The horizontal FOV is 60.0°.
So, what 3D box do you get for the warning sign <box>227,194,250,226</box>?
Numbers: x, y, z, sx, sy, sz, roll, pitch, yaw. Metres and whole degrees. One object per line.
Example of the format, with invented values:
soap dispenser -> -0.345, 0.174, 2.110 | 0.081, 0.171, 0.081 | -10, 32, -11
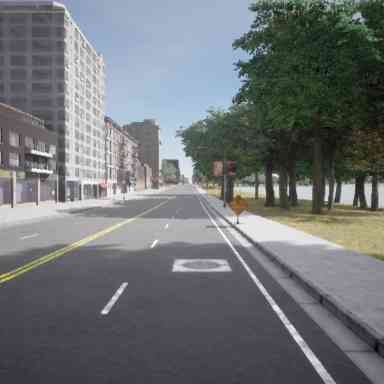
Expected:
warning sign -> 2.864, 1.095, 20.632 | 1.300, 1.860, 1.060 | 1, 1, 0
